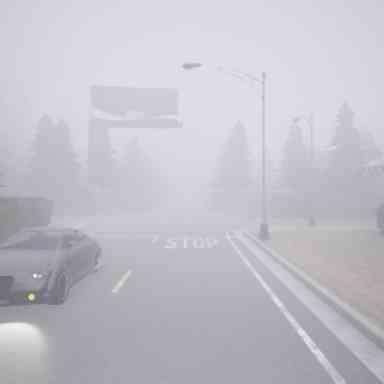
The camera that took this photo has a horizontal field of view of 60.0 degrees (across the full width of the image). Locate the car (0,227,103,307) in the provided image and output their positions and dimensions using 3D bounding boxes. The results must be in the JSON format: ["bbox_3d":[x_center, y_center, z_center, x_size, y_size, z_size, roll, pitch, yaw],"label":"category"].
[{"bbox_3d":[-3.565,1.559,7.916,1.994,1.385,4.181,0,0,0],"label":"car"}]
